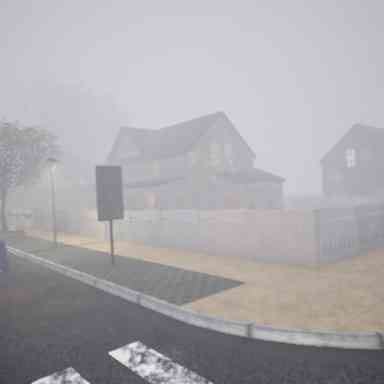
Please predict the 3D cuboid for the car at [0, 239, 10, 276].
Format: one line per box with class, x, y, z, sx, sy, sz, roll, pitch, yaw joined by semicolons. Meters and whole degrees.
car;-7.316;1.861;10.724;1.882;1.535;5.008;-3;0;-39
